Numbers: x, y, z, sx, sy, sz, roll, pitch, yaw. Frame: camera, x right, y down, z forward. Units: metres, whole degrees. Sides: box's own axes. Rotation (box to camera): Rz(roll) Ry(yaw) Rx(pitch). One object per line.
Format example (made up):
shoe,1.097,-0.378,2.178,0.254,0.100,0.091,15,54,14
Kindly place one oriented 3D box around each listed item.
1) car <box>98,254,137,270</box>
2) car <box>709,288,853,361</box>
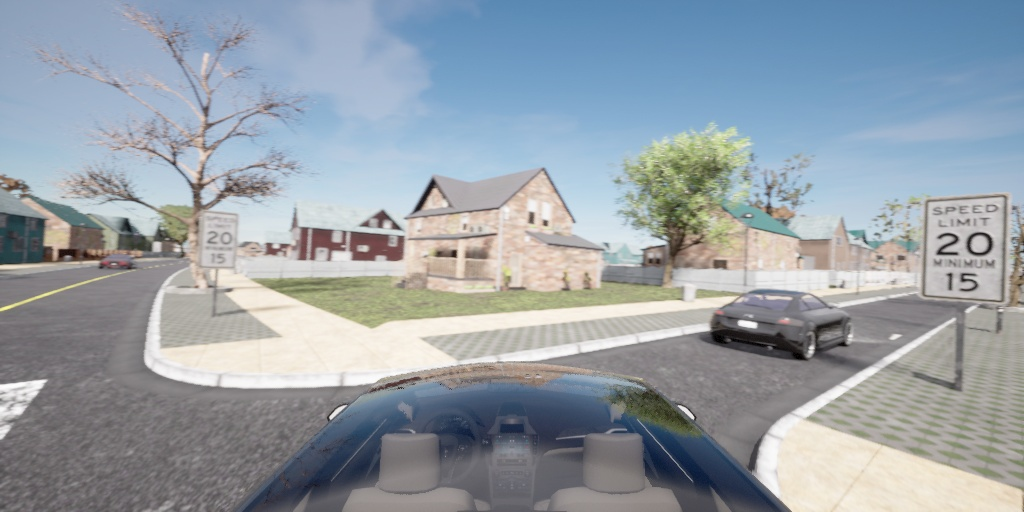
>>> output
car,-36.645,0.505,33.470,1.994,1.385,4.181,4,-2,-39
car,6.858,1.536,9.076,4.181,1.385,1.994,2,0,-35
